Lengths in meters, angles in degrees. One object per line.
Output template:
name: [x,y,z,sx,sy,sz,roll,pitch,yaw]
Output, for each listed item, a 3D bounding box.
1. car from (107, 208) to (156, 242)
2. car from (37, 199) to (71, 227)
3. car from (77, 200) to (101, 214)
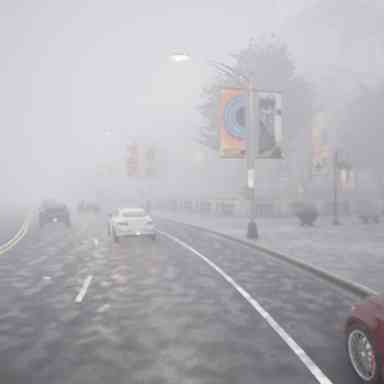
car: [-3.002,1.480,16.138,1.812,1.442,4.674,0,0,-19]
car: [-9.372,1.464,22.699,1.837,1.490,4.892,0,0,-23]
car: [-10.823,1.524,34.626,1.895,1.301,4.718,0,0,-24]
